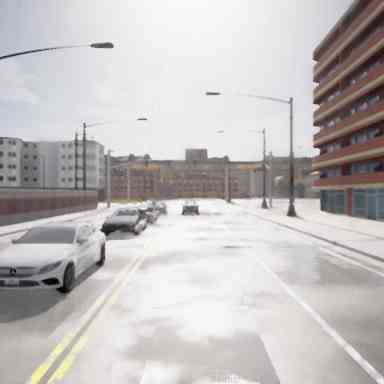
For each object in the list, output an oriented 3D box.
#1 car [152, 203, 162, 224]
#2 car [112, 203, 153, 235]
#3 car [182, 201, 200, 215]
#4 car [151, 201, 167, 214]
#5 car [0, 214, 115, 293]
[{"bbox_3d":[-3.659,1.735,25.188,1.895,1.301,4.718,0,0,0],"label":"car"},{"bbox_3d":[-3.717,1.602,19.316,2.033,1.411,5.357,0,0,0],"label":"car"},{"bbox_3d":[-0.153,1.639,35.694,2.033,1.411,5.357,0,0,0],"label":"car"},{"bbox_3d":[-3.729,1.661,35.933,1.994,1.385,4.181,0,0,0],"label":"car"},{"bbox_3d":[-3.645,1.554,9.072,1.812,1.442,4.674,0,0,0],"label":"car"}]
